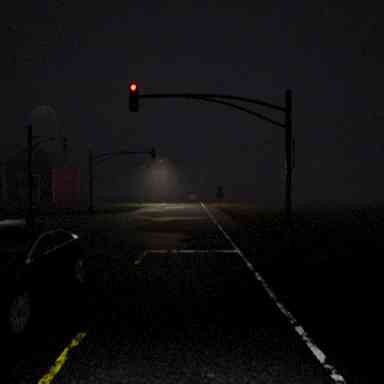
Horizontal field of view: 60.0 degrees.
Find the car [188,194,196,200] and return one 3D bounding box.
[{"bbox_3d":[0.067,1.215,86.583,2.097,1.767,4.553,0,0,0],"label":"car"}]

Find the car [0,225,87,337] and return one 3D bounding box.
[{"bbox_3d":[-3.604,1.488,6.695,2.128,1.511,4.902,0,0,0],"label":"car"}]
